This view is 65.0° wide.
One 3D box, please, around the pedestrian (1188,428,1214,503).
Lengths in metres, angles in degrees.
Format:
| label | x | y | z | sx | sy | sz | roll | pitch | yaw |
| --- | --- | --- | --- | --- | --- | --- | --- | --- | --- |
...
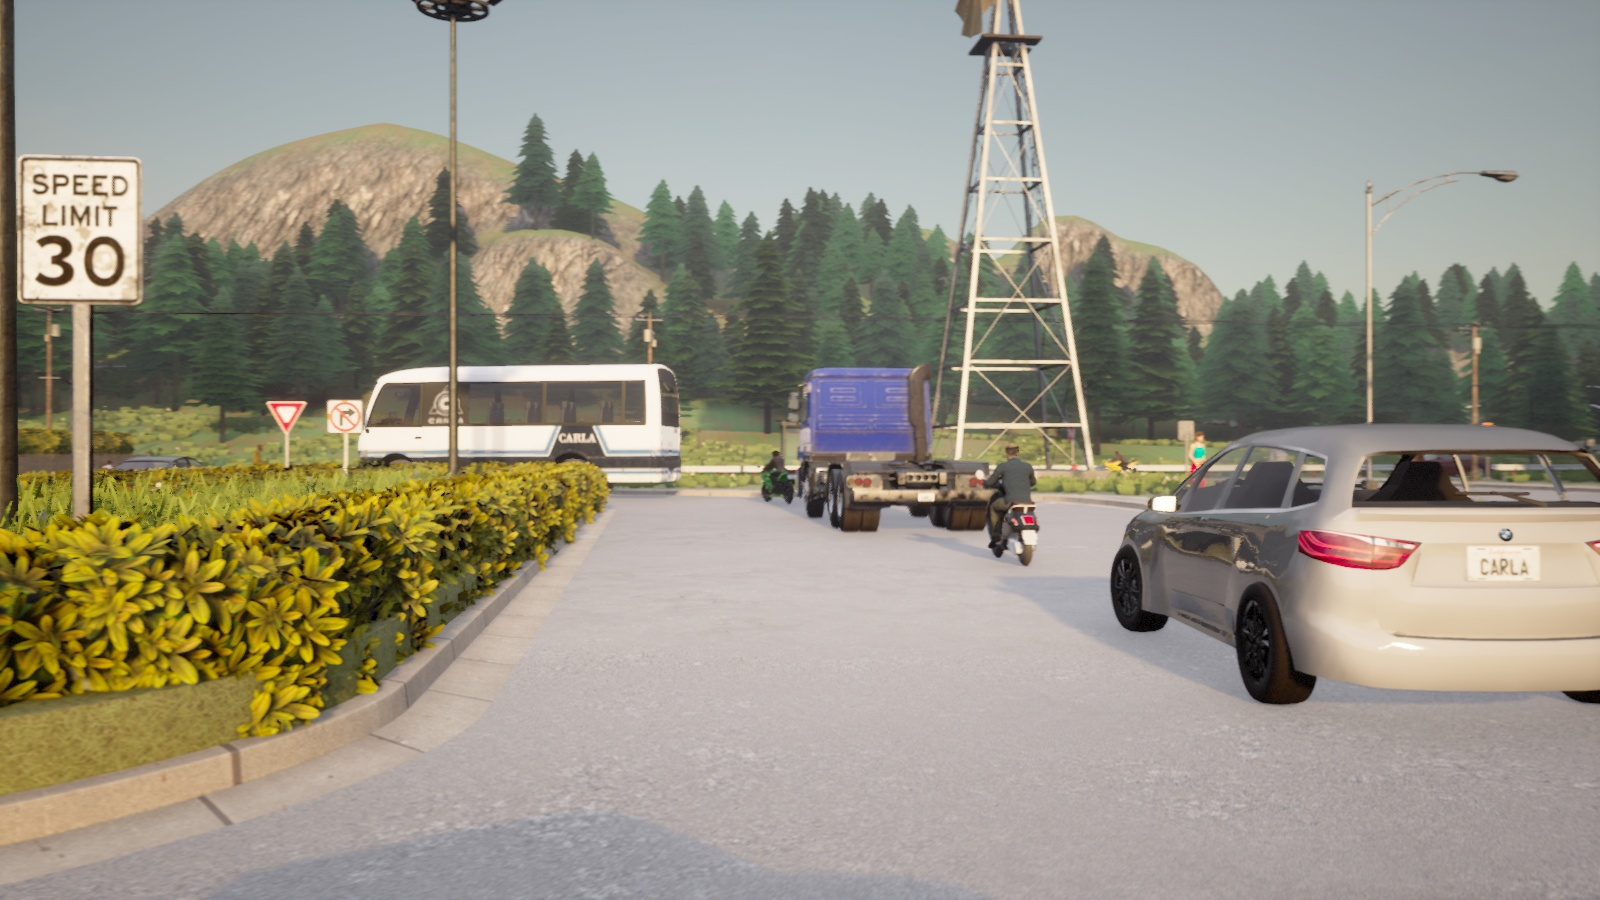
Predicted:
| label | x | y | z | sx | sy | sz | roll | pitch | yaw |
| --- | --- | --- | --- | --- | --- | --- | --- | --- | --- |
| pedestrian | 9.818 | 0.379 | 30.785 | 0.345 | 1.836 | 0.594 | 0 | 0 | -13 |

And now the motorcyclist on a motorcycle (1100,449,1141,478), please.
| label | x | y | z | sx | sy | sz | roll | pitch | yaw |
| --- | --- | --- | --- | --- | --- | --- | --- | --- | --- |
| motorcyclist on a motorcycle | 16.865 | 0.705 | 66.076 | 2.044 | 1.523 | 0.797 | 0 | 2 | 12 |

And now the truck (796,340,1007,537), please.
| label | x | y | z | sx | sy | sz | roll | pitch | yaw |
| --- | --- | --- | --- | --- | --- | --- | --- | --- | --- |
| truck | 1.801 | -0.217 | 26.207 | 2.891 | 3.462 | 7.936 | 0 | 0 | -7 |

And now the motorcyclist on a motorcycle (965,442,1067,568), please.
| label | x | y | z | sx | sy | sz | roll | pitch | yaw |
| --- | --- | --- | --- | --- | --- | --- | --- | --- | --- |
| motorcyclist on a motorcycle | 2.866 | 0.701 | 16.884 | 0.866 | 1.590 | 1.817 | 0 | 0 | -6 |

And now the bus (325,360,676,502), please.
| label | x | y | z | sx | sy | sz | roll | pitch | yaw |
| --- | --- | --- | --- | --- | --- | --- | --- | --- | --- |
| bus | -9.482 | -0.538 | 40.601 | 10.273 | 4.253 | 3.944 | -1 | 0 | 6 |

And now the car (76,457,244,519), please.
| label | x | y | z | sx | sy | sz | roll | pitch | yaw |
| --- | --- | --- | --- | --- | --- | --- | --- | --- | --- |
| car | -16.236 | 0.914 | 32.231 | 2.033 | 1.411 | 5.357 | 0 | 0 | -6 |

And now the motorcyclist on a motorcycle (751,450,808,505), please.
| label | x | y | z | sx | sy | sz | roll | pitch | yaw |
| --- | --- | --- | --- | --- | --- | --- | --- | --- | --- |
| motorcyclist on a motorcycle | -0.604 | 0.768 | 36.015 | 0.797 | 1.523 | 2.044 | -1 | 0 | -27 |

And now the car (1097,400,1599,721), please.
| label | x | y | z | sx | sy | sz | roll | pitch | yaw |
| --- | --- | --- | --- | --- | --- | --- | --- | --- | --- |
| car | 3.762 | 0.579 | 8.856 | 2.242 | 1.667 | 4.611 | 0 | 0 | 0 |

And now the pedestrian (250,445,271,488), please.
| label | x | y | z | sx | sy | sz | roll | pitch | yaw |
| --- | --- | --- | --- | --- | --- | --- | --- | --- | --- |
| pedestrian | -22.922 | 0.709 | 53.374 | 0.726 | 1.835 | 0.370 | 0 | 0 | -9 |
